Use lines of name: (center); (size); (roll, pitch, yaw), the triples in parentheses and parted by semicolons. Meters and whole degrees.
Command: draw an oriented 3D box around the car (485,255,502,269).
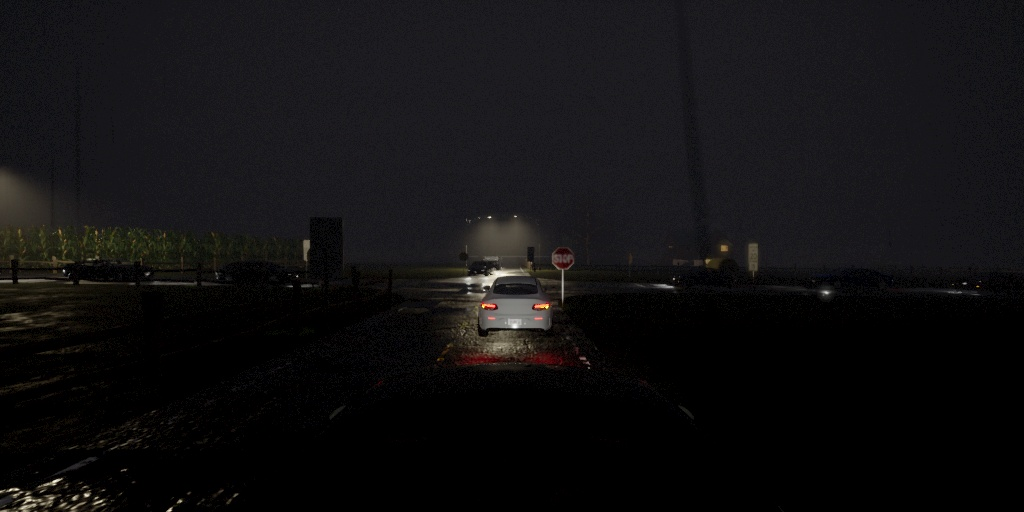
car: (-2.818, 0.962, 48.839); (2.150, 2.045, 5.566); (0, 0, 0)

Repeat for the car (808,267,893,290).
car: (24.096, 1.561, 25.628); (5.008, 1.535, 1.882); (1, 1, 1)

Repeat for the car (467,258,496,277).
car: (-3.109, 1.245, 35.150); (1.837, 1.490, 4.892); (0, 0, 5)

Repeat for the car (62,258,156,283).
car: (-26.378, 0.900, 23.571); (4.902, 1.511, 2.128); (1, 1, 1)

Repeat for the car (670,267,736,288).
car: (13.660, 1.495, 25.807); (4.181, 1.385, 1.994); (1, 1, 1)

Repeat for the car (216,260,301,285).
car: (-16.458, 1.052, 23.425); (4.892, 1.490, 1.837); (1, 1, 0)

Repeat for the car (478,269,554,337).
car: (0.132, 1.273, 10.127); (1.812, 1.442, 4.674); (0, 0, 2)

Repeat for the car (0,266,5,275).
car: (-37.007, 0.859, 23.768); (4.718, 1.301, 1.895); (1, 1, 1)

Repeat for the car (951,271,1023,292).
car: (34.182, 1.800, 25.440); (4.181, 1.385, 1.994); (1, 1, 1)
